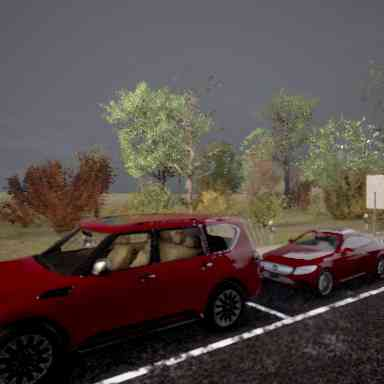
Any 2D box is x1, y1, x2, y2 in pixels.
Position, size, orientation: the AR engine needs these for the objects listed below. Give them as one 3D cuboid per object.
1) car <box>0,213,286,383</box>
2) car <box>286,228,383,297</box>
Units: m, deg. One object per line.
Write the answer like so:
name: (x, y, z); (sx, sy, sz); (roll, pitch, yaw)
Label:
car: (-1.061, 1.325, 5.328); (5.009, 1.841, 2.192); (0, 0, -35)
car: (3.543, 1.619, 8.609); (4.206, 1.307, 1.802); (0, 0, -35)
